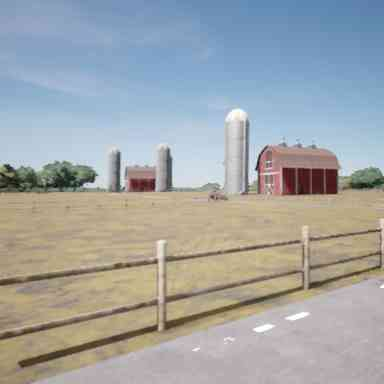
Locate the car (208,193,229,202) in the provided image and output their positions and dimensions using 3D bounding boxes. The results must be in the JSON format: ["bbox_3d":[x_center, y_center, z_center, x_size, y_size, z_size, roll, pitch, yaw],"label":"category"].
[{"bbox_3d":[5.310,1.004,67.032,2.097,1.767,4.553,1,0,-35],"label":"car"}]
